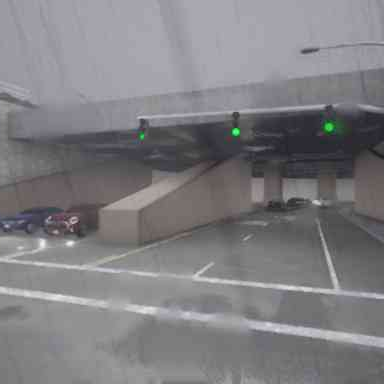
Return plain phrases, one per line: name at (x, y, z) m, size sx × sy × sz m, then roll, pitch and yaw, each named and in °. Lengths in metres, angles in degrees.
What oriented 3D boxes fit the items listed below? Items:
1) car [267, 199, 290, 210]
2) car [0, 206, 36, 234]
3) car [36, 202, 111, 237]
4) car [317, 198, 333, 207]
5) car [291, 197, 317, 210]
car at (11.617, 1.637, 45.545) m, size 2.033 × 1.411 × 5.357 m, roll 0°, pitch 0°, yaw 25°
car at (-9.121, 1.572, 20.009) m, size 1.812 × 1.442 × 4.674 m, roll 0°, pitch 0°, yaw 19°
car at (-5.955, 1.393, 18.457) m, size 2.097 × 1.767 × 4.553 m, roll 0°, pitch 0°, yaw 19°
car at (20.691, 1.627, 52.972) m, size 4.674 × 1.442 × 1.812 m, roll 0°, pitch 0°, yaw -41°
car at (14.963, 1.577, 44.440) m, size 2.128 × 1.511 × 4.902 m, roll 0°, pitch 0°, yaw 25°
